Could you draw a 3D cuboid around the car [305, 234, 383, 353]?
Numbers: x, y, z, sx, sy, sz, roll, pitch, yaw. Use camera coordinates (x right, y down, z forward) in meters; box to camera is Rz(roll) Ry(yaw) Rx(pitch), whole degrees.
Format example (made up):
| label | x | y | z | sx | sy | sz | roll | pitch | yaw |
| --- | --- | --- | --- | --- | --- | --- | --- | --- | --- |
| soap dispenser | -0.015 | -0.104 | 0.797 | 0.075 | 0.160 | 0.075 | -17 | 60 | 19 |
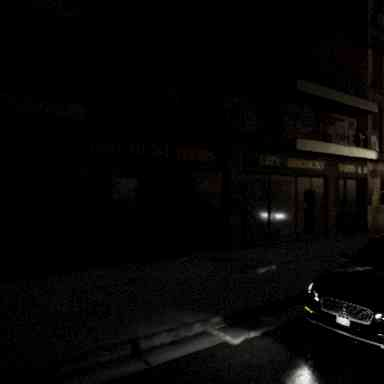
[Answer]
| label | x | y | z | sx | sy | sz | roll | pitch | yaw |
| --- | --- | --- | --- | --- | --- | --- | --- | --- | --- |
| car | 4.030 | 1.511 | 5.903 | 4.892 | 1.490 | 1.837 | 0 | 0 | -35 |
